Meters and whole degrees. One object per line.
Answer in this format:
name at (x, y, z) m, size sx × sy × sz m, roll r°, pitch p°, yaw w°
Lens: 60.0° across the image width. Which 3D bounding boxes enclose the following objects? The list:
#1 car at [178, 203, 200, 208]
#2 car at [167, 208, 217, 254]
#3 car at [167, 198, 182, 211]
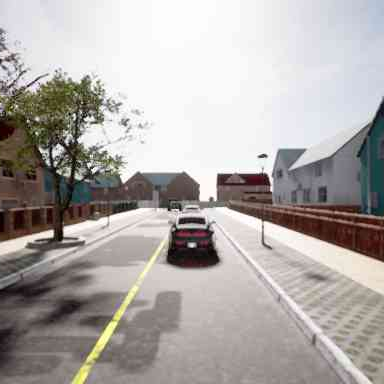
car at (0.007, 1.890, 29.404) m, size 1.812 × 1.442 × 4.674 m, roll 0°, pitch -1°, yaw 0°
car at (0.006, 1.665, 14.322) m, size 1.837 × 1.490 × 4.892 m, roll 0°, pitch 0°, yaw 0°
car at (-2.751, 1.985, 53.726) m, size 2.150 × 2.045 × 5.566 m, roll 0°, pitch -1°, yaw 0°
